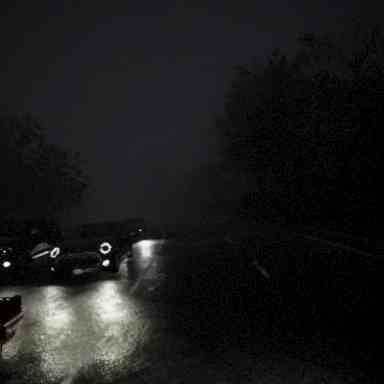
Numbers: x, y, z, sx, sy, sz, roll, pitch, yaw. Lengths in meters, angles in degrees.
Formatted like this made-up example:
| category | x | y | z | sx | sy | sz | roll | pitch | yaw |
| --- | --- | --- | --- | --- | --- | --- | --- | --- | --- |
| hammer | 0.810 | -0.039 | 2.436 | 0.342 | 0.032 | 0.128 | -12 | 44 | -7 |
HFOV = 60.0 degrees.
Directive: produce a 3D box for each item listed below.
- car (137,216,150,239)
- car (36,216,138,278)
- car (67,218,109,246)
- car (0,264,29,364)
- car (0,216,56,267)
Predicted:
| category | x | y | z | sx | sy | sz | roll | pitch | yaw |
| --- | --- | --- | --- | --- | --- | --- | --- | --- | --- |
| car | -4.005 | 2.516 | 23.539 | 1.837 | 1.490 | 4.892 | -5 | -2 | -5 |
| car | -3.526 | 1.883 | 12.272 | 2.097 | 1.767 | 4.553 | -5 | -2 | -1 |
| car | -7.620 | 2.879 | 24.851 | 1.882 | 1.535 | 5.008 | -5 | -3 | -6 |
| car | -3.620 | 1.939 | 3.147 | 1.895 | 1.301 | 4.718 | -5 | -1 | -1 |
| car | -7.030 | 2.097 | 13.373 | 2.150 | 2.045 | 5.566 | -5 | -2 | -1 |
